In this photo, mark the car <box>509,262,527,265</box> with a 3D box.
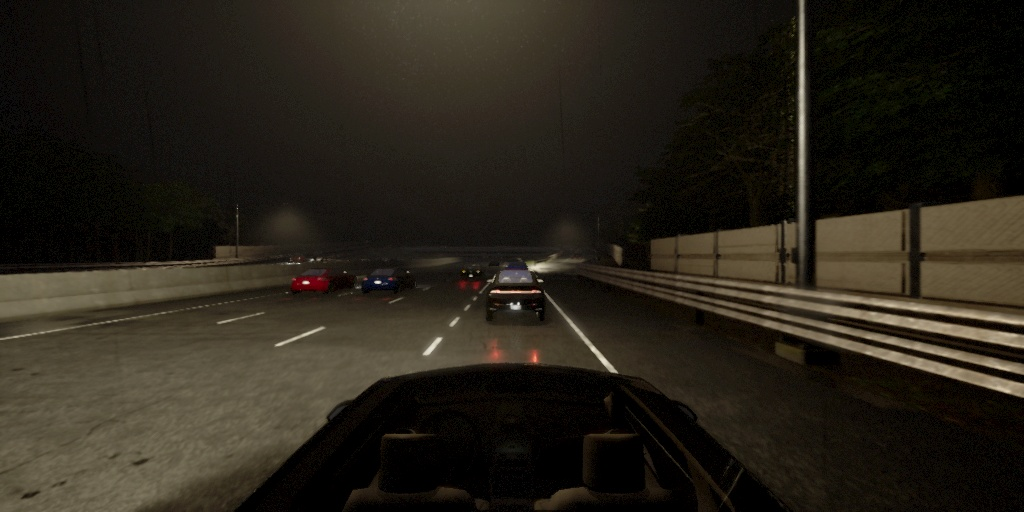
[{"bbox_3d":[0.546,1.234,30.865,1.882,1.535,5.008,0,0,5],"label":"car"}]

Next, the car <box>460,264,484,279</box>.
[{"bbox_3d":[-3.417,1.358,32.235,1.895,1.301,4.718,0,0,0],"label":"car"}]

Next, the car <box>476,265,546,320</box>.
[{"bbox_3d":[0.115,1.244,12.611,2.128,1.511,4.902,0,0,0],"label":"car"}]

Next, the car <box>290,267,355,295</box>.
[{"bbox_3d":[-10.362,1.317,20.056,1.994,1.385,4.181,0,0,0],"label":"car"}]

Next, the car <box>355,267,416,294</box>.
[{"bbox_3d":[-6.861,1.318,20.348,1.994,1.385,4.181,0,0,0],"label":"car"}]
